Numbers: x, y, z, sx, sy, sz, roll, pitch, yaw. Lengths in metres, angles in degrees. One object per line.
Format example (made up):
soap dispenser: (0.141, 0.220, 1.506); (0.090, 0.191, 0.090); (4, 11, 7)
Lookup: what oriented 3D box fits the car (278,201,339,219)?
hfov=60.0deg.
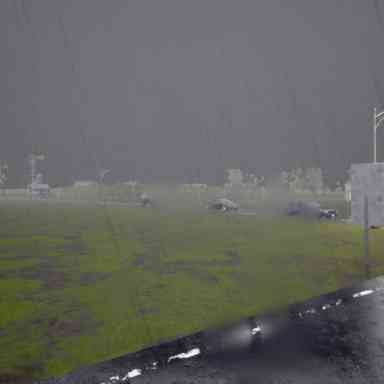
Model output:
car: (10.075, 1.535, 29.353); (2.033, 1.411, 5.357); (0, 0, -33)

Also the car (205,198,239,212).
car: (3.473, 1.488, 39.152); (1.837, 1.490, 4.892); (0, 1, -36)

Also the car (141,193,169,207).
car: (-5.875, 1.202, 51.742); (2.150, 2.045, 5.566); (0, 0, -38)
